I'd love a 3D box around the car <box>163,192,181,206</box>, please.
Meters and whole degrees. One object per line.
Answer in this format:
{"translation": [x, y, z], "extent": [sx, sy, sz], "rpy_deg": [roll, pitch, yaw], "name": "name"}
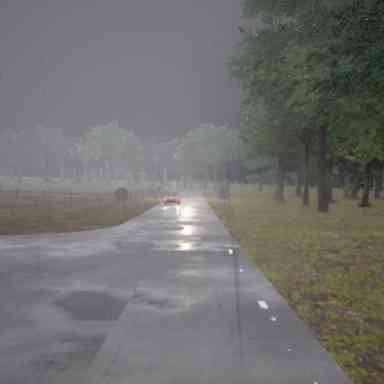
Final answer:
{"translation": [-2.531, 0.775, 42.507], "extent": [2.097, 1.767, 4.553], "rpy_deg": [0, 1, 0], "name": "car"}
